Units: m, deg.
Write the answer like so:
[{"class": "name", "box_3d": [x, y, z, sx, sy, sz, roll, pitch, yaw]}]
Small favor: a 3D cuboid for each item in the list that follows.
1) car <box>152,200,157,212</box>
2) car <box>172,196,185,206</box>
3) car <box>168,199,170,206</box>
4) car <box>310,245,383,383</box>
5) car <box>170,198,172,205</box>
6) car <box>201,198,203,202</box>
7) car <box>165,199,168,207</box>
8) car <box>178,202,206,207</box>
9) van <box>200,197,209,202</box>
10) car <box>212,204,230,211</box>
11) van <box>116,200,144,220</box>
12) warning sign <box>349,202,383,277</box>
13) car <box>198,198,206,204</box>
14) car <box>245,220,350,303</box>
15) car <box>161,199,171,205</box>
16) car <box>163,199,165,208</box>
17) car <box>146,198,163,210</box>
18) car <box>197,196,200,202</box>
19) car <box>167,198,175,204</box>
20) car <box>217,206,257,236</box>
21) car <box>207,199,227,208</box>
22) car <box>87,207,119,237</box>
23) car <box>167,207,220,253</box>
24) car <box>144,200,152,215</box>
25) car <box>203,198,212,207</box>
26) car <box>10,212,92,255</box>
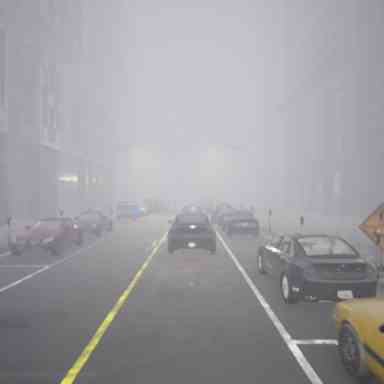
[{"class": "car", "box_3d": [-5.785, 1.982, 41.777, 1.802, 1.307, 4.206, 0, -1, 0]}, {"class": "car", "box_3d": [-3.035, 2.232, 71.760, 2.033, 1.411, 5.357, 0, -1, 0]}, {"class": "car", "box_3d": [-5.796, 2.171, 64.186, 2.008, 1.369, 4.403, 0, -1, 0]}, {"class": "car", "box_3d": [2.759, 1.553, 2.757, 1.752, 1.417, 4.829, 0, -1, 0]}, {"class": "car", "box_3d": [-5.799, 2.243, 69.787, 1.947, 1.339, 4.313, 0, -1, 0]}, {"class": "car", "box_3d": [2.734, 2.037, 53.170, 1.752, 1.417, 4.829, 0, -1, 0]}, {"class": "car", "box_3d": [-5.794, 2.005, 58.584, 1.967, 1.590, 4.097, 0, -1, 0]}, {"class": "car", "box_3d": [-0.010, 1.844, 29.313, 1.994, 1.385, 4.181, 0, 0, 0]}, {"class": "van", "box_3d": [2.731, 1.906, 58.604, 1.690, 1.788, 3.998, 0, -1, 0]}, {"class": "car", "box_3d": [2.748, 1.820, 24.993, 1.802, 1.307, 4.206, 0, -1, 0]}, {"class": "van", "box_3d": [-5.780, 1.633, 30.576, 1.690, 1.788, 3.998, 0, -1, 0]}, {"class": "warning sign", "box_3d": [5.066, 1.200, 8.844, 1.300, 1.860, 1.060, 0, 0, 0]}, {"class": "car", "box_3d": [2.715, 2.348, 92.211, 1.967, 1.590, 4.097, 0, -1, 0]}, {"class": "car", "box_3d": [2.756, 1.629, 8.188, 2.008, 1.369, 4.403, 0, -1, 0]}, {"class": "car", "box_3d": [-5.801, 2.299, 75.388, 1.947, 1.339, 4.313, 0, -1, 0]}, {"class": "car", "box_3d": [-5.791, 2.091, 52.982, 1.802, 1.307, 4.206, 0, -1, 0]}, {"class": "car", "box_3d": [-5.788, 1.770, 47.382, 2.192, 1.841, 5.009, 0, -1, 0]}, {"class": "car", "box_3d": [2.725, 1.992, 69.806, 2.192, 1.841, 5.009, 0, -1, 0]}, {"class": "car", "box_3d": [-5.810, 2.452, 92.194, 1.887, 1.381, 4.507, 0, -1, 0]}, {"class": "car", "box_3d": [2.751, 1.751, 19.391, 1.947, 1.339, 4.313, 0, -1, 0]}, {"class": "car", "box_3d": [2.745, 1.733, 30.595, 1.967, 1.590, 4.097, 0, -1, 0]}, {"class": "car", "box_3d": [-5.774, 1.766, 19.370, 1.802, 1.307, 4.206, 0, -1, 0]}, {"class": "car", "box_3d": [-0.002, 1.644, 14.299, 1.837, 1.490, 4.892, 0, 0, 0]}, {"class": "car", "box_3d": [-5.782, 1.870, 36.007, 1.752, 1.417, 4.829, 0, -1, 0]}, {"class": "car", "box_3d": [2.740, 1.841, 41.797, 1.967, 1.590, 4.097, 0, -1, 0]}, {"class": "car", "box_3d": [-5.771, 1.713, 13.769, 1.802, 1.307, 4.206, 0, -1, 0]}]
